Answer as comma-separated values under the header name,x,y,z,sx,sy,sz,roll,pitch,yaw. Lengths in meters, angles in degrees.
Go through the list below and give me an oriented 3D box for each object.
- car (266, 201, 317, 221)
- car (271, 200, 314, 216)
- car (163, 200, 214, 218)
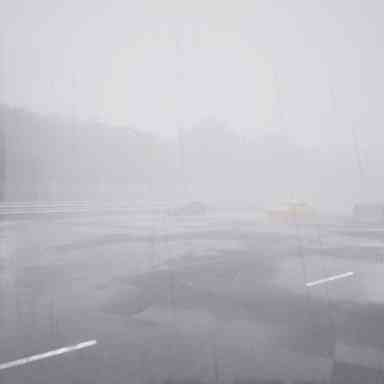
name,x,y,z,sx,sy,sz,roll,pitch,yaw
car,8.224,1.477,27.255,5.008,1.535,1.882,0,0,-36
car,9.968,1.564,32.856,4.181,1.385,1.994,0,0,-36
car,-0.274,1.492,29.713,4.892,1.490,1.837,1,1,-36
